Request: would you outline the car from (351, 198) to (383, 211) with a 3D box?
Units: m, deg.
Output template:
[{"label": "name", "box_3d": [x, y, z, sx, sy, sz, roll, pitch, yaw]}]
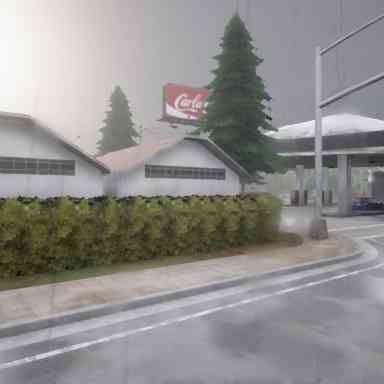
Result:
[{"label": "car", "box_3d": [20.782, 1.480, 39.342, 4.611, 1.667, 2.242, 0, 0, -36]}]

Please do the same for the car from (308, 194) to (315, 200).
[{"label": "car", "box_3d": [31.789, 1.330, 88.849, 2.152, 1.636, 5.027, 0, 0, -36]}]
